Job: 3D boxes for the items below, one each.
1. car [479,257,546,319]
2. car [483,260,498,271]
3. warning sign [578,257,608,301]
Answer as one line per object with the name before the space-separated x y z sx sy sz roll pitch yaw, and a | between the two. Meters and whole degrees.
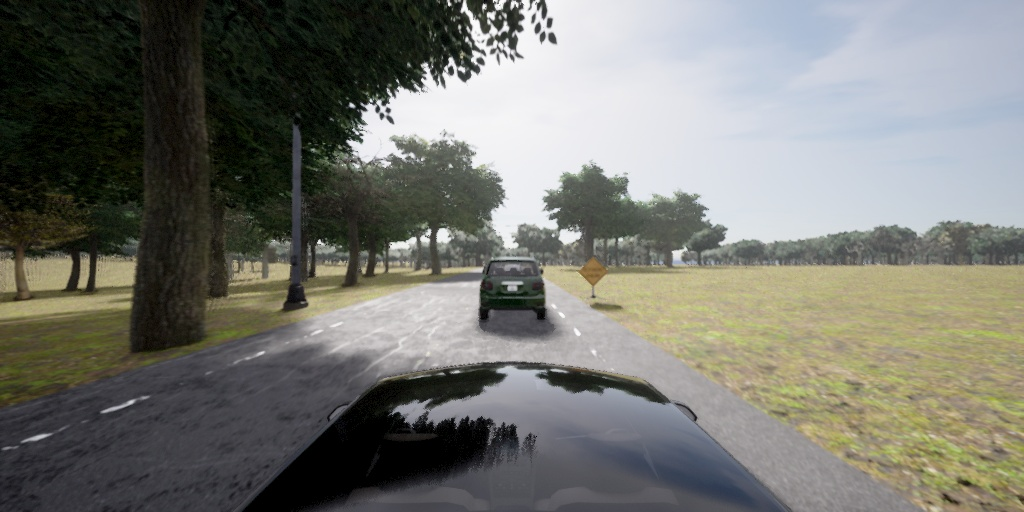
car | 0.036 1.057 13.300 2.150 2.045 5.566 0 0 1
car | -3.554 1.559 59.707 2.097 1.767 4.553 0 -1 0
warning sign | 3.550 0.967 15.655 1.300 1.860 1.060 0 0 0
